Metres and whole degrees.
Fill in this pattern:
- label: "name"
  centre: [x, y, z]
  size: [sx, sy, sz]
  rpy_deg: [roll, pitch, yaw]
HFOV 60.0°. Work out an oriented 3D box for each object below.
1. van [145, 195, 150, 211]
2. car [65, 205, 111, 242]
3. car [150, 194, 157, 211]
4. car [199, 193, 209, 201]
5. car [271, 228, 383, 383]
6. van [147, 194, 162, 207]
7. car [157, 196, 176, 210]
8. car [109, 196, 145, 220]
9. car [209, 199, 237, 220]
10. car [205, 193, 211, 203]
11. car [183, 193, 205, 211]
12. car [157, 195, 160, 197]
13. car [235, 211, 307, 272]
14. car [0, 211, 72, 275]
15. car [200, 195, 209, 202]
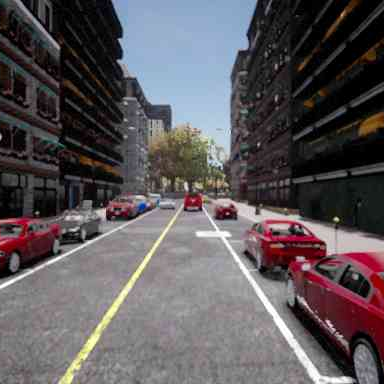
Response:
- label: "van"
  centre: [-5.623, 1.289, 33.280]
  size: [1.690, 1.788, 3.998]
  rpy_deg: [1, 0, 0]
- label: "car"
  centre: [-5.636, 1.525, 16.191]
  size: [2.008, 1.369, 4.403]
  rpy_deg: [1, 0, 0]
- label: "car"
  centre: [-5.622, 1.379, 38.977]
  size: [1.967, 1.590, 4.097]
  rpy_deg: [1, 0, 0]
- label: "car"
  centre: [2.747, 1.194, 78.908]
  size: [2.192, 1.841, 5.009]
  rpy_deg: [1, 0, 0]
- label: "car"
  centre: [2.706, 1.537, 4.856]
  size: [1.887, 1.381, 4.507]
  rpy_deg: [1, 0, 0]
- label: "van"
  centre: [-5.615, 1.263, 50.369]
  size: [1.690, 1.788, 3.998]
  rpy_deg: [1, 0, 0]
- label: "car"
  centre: [-3.071, 1.535, 41.586]
  size: [1.895, 1.301, 4.718]
  rpy_deg: [0, 0, 0]
- label: "car"
  centre: [-5.626, 1.272, 27.584]
  size: [2.192, 1.841, 5.009]
  rpy_deg: [1, 0, 0]
- label: "car"
  centre: [2.717, 1.501, 27.642]
  size: [1.887, 1.381, 4.507]
  rpy_deg: [1, 0, 0]
- label: "car"
  centre: [2.735, 1.429, 61.990]
  size: [1.752, 1.417, 4.829]
  rpy_deg: [1, 0, 0]
- label: "car"
  centre: [0.117, 1.160, 40.756]
  size: [2.150, 2.045, 5.566]
  rpy_deg: [0, 0, 0]
- label: "car"
  centre: [-5.622, 1.481, 44.674]
  size: [2.008, 1.369, 4.403]
  rpy_deg: [1, 0, 0]
- label: "car"
  centre: [2.708, 1.528, 10.553]
  size: [1.887, 1.381, 4.507]
  rpy_deg: [1, 0, 0]
- label: "car"
  centre: [-5.639, 1.528, 10.496]
  size: [1.887, 1.381, 4.507]
  rpy_deg: [1, 0, 0]
- label: "car"
  centre: [2.740, 1.432, 73.213]
  size: [1.887, 1.381, 4.507]
  rpy_deg: [1, 0, 0]
